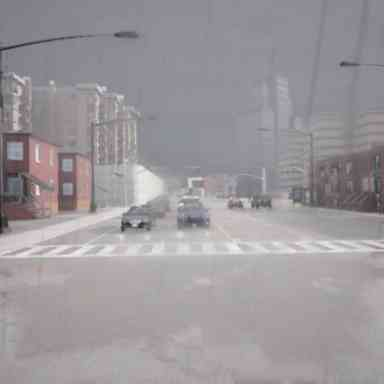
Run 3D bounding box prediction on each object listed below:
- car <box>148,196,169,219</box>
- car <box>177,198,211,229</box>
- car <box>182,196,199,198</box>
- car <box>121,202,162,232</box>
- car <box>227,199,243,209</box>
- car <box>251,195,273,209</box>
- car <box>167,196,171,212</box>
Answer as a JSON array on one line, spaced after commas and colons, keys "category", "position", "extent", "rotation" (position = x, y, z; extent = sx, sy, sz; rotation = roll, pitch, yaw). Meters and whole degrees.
[{"category": "car", "position": [-3.638, 1.606, 32.040], "extent": [2.097, 1.767, 4.553], "rotation": [-1, 0, -1]}, {"category": "car", "position": [0.101, 1.495, 22.684], "extent": [2.097, 1.767, 4.553], "rotation": [-1, 0, -1]}, {"category": "car", "position": [-0.148, 1.426, 32.298], "extent": [2.150, 2.045, 5.566], "rotation": [-1, 0, -1]}, {"category": "car", "position": [-3.375, 1.679, 21.766], "extent": [2.128, 1.511, 4.902], "rotation": [-1, 0, -1]}, {"category": "car", "position": [6.528, 1.745, 50.001], "extent": [1.812, 1.442, 4.674], "rotation": [-1, 0, -1]}, {"category": "car", "position": [10.079, 1.382, 48.227], "extent": [2.150, 2.045, 5.566], "rotation": [-1, 0, -1]}, {"category": "car", "position": [-3.887, 1.545, 42.706], "extent": [2.150, 2.045, 5.566], "rotation": [-1, 0, -1]}]
